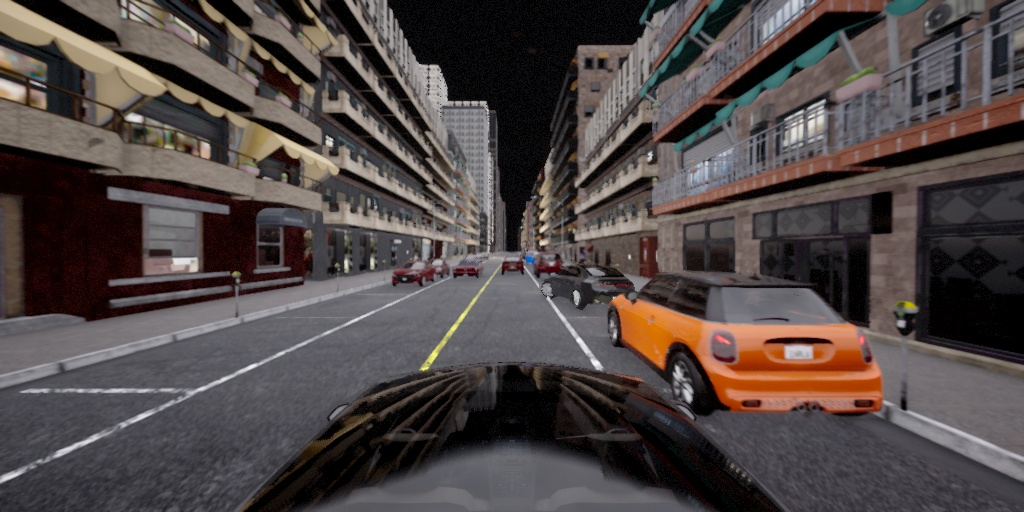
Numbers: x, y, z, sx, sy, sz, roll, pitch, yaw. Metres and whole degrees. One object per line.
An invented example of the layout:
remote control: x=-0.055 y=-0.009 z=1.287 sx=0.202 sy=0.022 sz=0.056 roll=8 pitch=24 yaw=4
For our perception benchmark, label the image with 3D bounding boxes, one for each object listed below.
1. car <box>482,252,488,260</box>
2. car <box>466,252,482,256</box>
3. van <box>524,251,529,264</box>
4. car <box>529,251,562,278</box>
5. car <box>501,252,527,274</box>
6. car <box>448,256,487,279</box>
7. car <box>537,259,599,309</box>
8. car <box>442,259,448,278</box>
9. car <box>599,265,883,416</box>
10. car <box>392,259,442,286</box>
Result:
car: x=-5.679 y=0.256 z=61.007 sx=2.007 sy=1.370 sz=4.403 roll=0 pitch=0 yaw=0
car: x=-5.681 y=0.449 z=49.643 sx=1.888 sy=1.381 sz=4.507 roll=0 pitch=0 yaw=0
van: x=2.699 y=0.245 z=49.644 sx=1.690 sy=1.789 sz=3.998 roll=0 pitch=0 yaw=0
car: x=2.695 y=0.617 z=26.918 sx=2.192 sy=1.841 sz=5.009 roll=0 pitch=0 yaw=0
car: x=0.074 y=0.700 z=31.422 sx=1.882 sy=1.535 sz=5.008 roll=0 pitch=1 yaw=0
car: x=-3.095 y=0.919 z=25.993 sx=1.895 sy=1.301 sz=4.718 roll=0 pitch=1 yaw=0
car: x=2.721 y=1.041 z=13.758 sx=1.837 sy=1.490 sz=4.892 roll=0 pitch=1 yaw=-15
car: x=-5.686 y=0.884 z=26.918 sx=1.802 sy=1.307 sz=4.207 roll=0 pitch=0 yaw=0
car: x=3.114 y=1.026 z=6.018 sx=2.097 sy=1.767 sz=4.553 roll=0 pitch=1 yaw=0
car: x=-5.686 y=0.948 z=21.236 sx=1.888 sy=1.381 sz=4.507 roll=0 pitch=0 yaw=0
